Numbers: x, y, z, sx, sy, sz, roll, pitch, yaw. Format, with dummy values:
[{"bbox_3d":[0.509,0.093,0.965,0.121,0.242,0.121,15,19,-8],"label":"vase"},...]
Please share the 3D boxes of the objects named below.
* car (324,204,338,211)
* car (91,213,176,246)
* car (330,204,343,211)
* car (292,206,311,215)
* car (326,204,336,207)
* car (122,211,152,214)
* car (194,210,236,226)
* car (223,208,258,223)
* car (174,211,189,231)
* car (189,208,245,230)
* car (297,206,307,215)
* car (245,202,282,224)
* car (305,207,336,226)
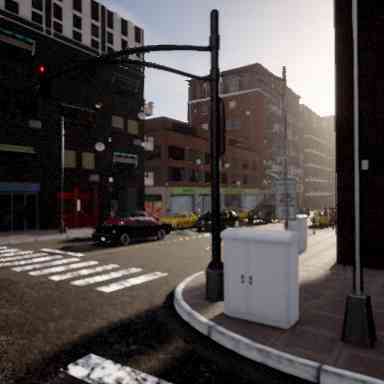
[{"bbox_3d":[30.210,3.404,72.086,2.008,1.369,4.403,-2,-2,34],"label":"car"},{"bbox_3d":[-3.206,2.078,18.411,1.895,1.301,4.718,-1,-2,34],"label":"car"},{"bbox_3d":[33.318,3.522,76.649,2.008,1.369,4.403,-2,-2,34],"label":"car"},{"bbox_3d":[17.772,2.962,53.827,1.802,1.307,4.206,-2,-2,34],"label":"car"},{"bbox_3d":[19.611,2.702,46.221,2.128,1.511,4.902,-1,-2,34],"label":"car"},{"bbox_3d":[-3.996,1.994,21.882,1.967,1.590,4.097,-2,-2,34],"label":"car"},{"bbox_3d":[2.224,2.355,31.006,1.947,1.339,4.313,-2,-2,34],"label":"car"},{"bbox_3d":[5.238,2.429,35.431,1.752,1.417,4.829,-2,-2,34],"label":"car"},{"bbox_3d":[-0.982,2.193,26.302,1.752,1.417,4.829,-2,-2,34],"label":"car"},{"bbox_3d":[2.073,2.182,26.158,1.837,1.490,4.892,-1,-2,34],"label":"car"},{"bbox_3d":[13.697,2.664,43.144,2.033,1.411,5.357,-1,-2,35],"label":"car"},{"bbox_3d":[7.663,2.111,34.368,2.150,2.045,5.566,-1,-2,34],"label":"car"},{"bbox_3d":[12.354,2.358,31.053,1.752,1.417,4.829,-2,-2,34],"label":"car"}]
